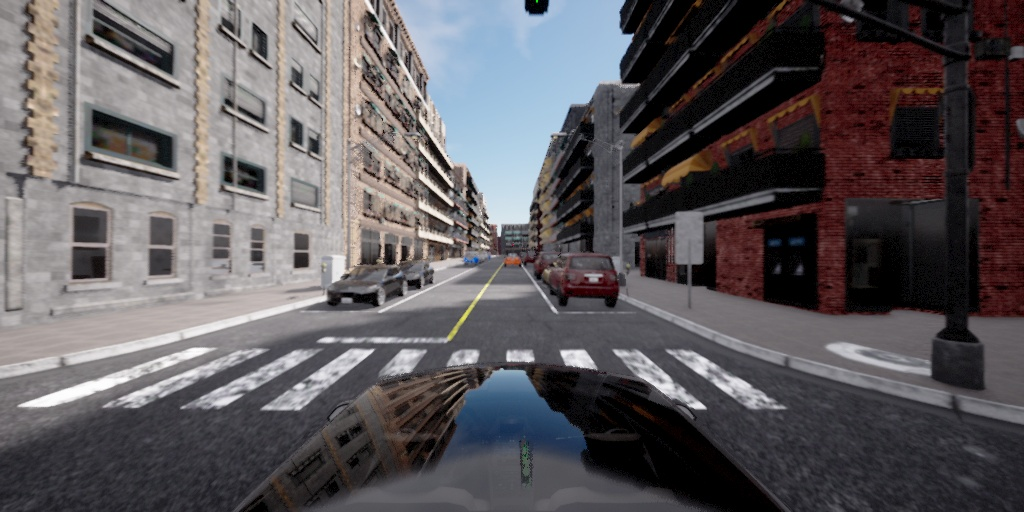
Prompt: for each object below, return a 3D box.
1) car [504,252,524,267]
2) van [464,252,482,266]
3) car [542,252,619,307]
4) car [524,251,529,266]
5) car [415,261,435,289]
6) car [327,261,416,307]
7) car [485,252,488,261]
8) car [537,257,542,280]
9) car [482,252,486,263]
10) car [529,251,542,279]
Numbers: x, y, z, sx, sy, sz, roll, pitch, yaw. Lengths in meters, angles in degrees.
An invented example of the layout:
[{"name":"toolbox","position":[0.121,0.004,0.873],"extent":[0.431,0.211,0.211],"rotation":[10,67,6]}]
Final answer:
[{"name":"car","position":[0.089,0.397,43.782],"extent":[2.097,1.767,4.553],"rotation":[0,1,0]},{"name":"van","position":[-5.327,0.329,47.084],"extent":[1.690,1.789,3.998],"rotation":[0,0,0]},{"name":"car","position":[2.564,0.795,13.770],"extent":[2.192,1.841,5.009],"rotation":[0,0,0]},{"name":"car","position":[2.553,0.326,47.121],"extent":[2.192,1.841,5.009],"rotation":[0,0,0]},{"name":"car","position":[-5.319,0.935,19.282],"extent":[1.948,1.339,4.313],"rotation":[0,0,0]},{"name":"car","position":[-5.317,1.023,13.722],"extent":[1.948,1.339,4.313],"rotation":[0,0,0]},{"name":"car","position":[-5.331,0.392,58.039],"extent":[1.751,1.417,4.829],"rotation":[0,0,0]},{"name":"car","position":[2.563,0.918,19.498],"extent":[1.751,1.417,4.829],"rotation":[0,0,0]},{"name":"car","position":[-5.329,0.477,52.648],"extent":[2.007,1.370,4.403],"rotation":[0,0,0]},{"name":"car","position":[2.561,0.623,24.892],"extent":[2.192,1.841,5.009],"rotation":[0,0,0]}]
